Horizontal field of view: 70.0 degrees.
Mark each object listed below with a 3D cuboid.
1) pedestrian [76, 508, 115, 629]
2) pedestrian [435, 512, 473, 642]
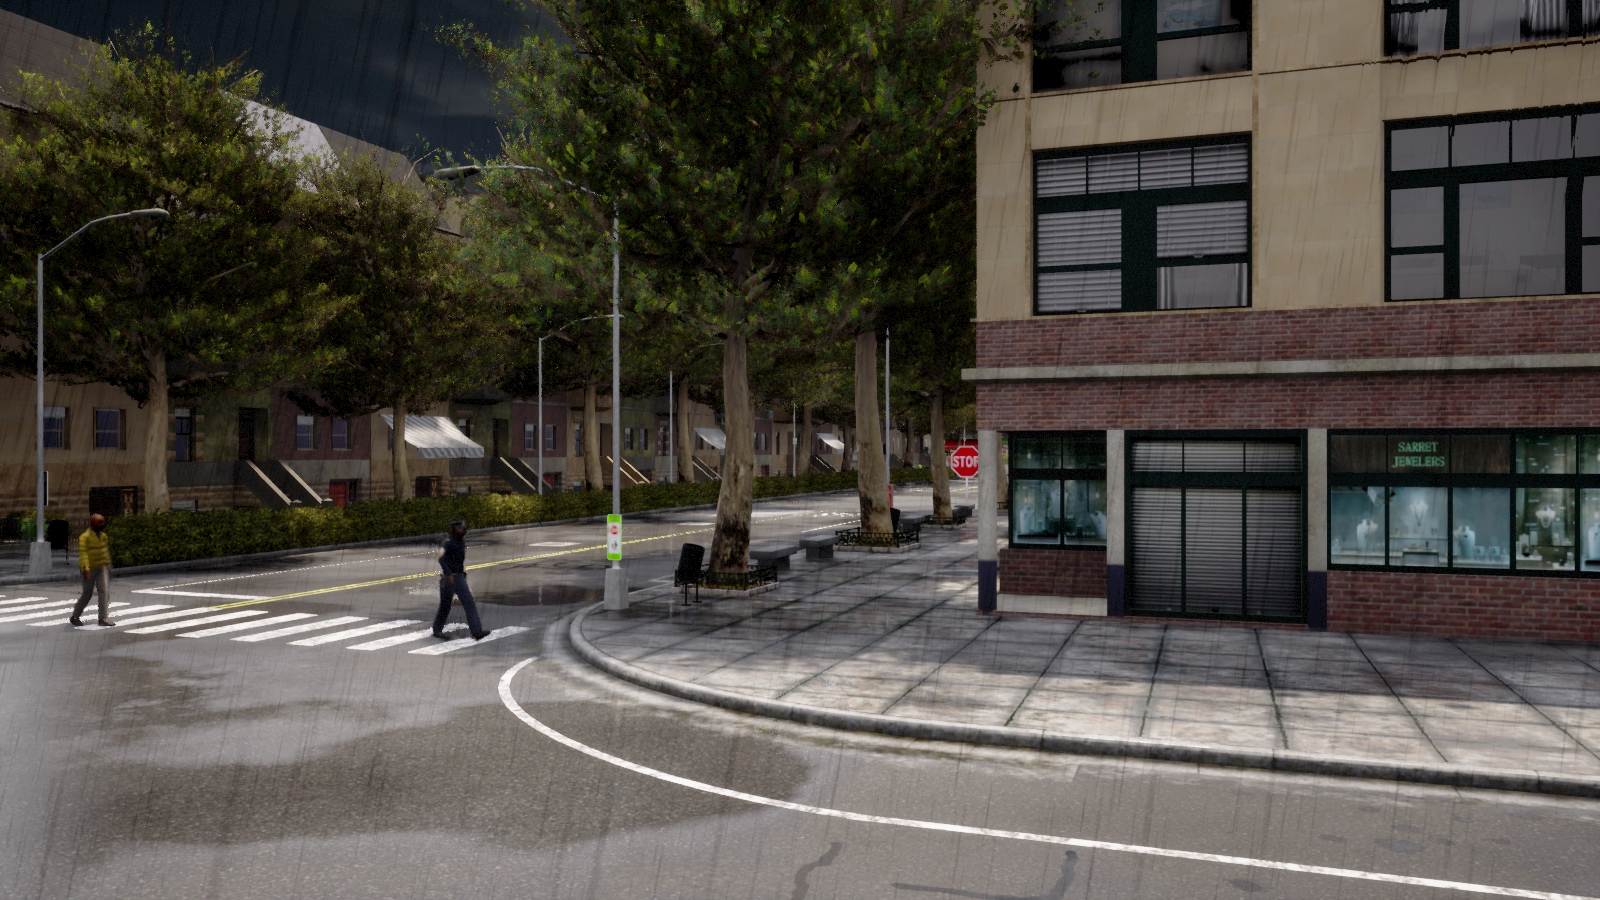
[{"bbox_3d":[-11.131,1.855,18.047,0.375,1.860,0.375,0,0,19],"label":"pedestrian"},{"bbox_3d":[-5.083,1.853,16.793,0.375,1.860,0.375,0,0,30],"label":"pedestrian"}]
